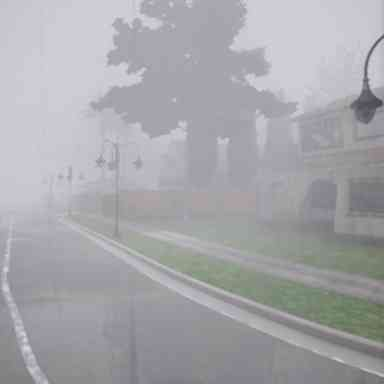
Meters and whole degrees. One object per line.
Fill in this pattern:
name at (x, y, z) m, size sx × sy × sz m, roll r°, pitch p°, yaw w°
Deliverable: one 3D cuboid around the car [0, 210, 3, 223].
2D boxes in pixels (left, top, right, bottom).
car at (-14.689, 1.645, 23.670) m, size 2.033 × 1.411 × 5.357 m, roll 1°, pitch -1°, yaw -28°
